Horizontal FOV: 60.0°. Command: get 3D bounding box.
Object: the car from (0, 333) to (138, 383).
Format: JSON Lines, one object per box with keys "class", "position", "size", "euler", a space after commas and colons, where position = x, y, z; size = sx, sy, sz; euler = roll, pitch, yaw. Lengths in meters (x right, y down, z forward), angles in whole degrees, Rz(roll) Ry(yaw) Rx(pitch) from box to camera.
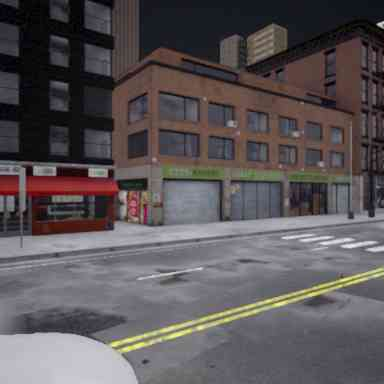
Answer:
{"class": "car", "position": [-2.498, 1.527, 1.662], "size": [4.674, 1.442, 1.812], "euler": [0, 0, -35]}
